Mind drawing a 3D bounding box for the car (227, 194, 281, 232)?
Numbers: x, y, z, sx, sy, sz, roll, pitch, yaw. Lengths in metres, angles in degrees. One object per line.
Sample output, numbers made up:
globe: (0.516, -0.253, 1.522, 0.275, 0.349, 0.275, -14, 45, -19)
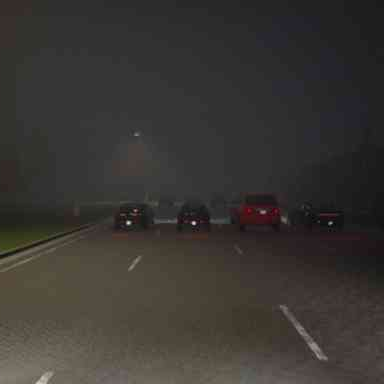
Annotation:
car: (3.599, 1.100, 19.510, 2.150, 2.045, 5.566, 0, 0, 0)

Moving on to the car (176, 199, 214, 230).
car: (0.098, 1.380, 20.069, 1.837, 1.490, 4.892, 0, 0, 0)

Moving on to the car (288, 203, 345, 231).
car: (7.098, 1.371, 19.451, 2.128, 1.511, 4.902, 0, 0, 0)

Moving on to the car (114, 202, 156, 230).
car: (-3.402, 1.379, 20.270, 1.837, 1.490, 4.892, 0, 0, 0)

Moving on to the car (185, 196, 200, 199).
car: (0.025, 1.216, 44.521, 2.128, 1.511, 4.902, 0, 0, 1)

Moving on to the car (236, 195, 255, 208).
car: (7.022, 1.233, 44.242, 1.837, 1.490, 4.892, 0, 1, 0)

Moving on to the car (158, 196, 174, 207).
car: (-3.467, 1.242, 45.651, 1.812, 1.442, 4.674, 0, 0, 1)

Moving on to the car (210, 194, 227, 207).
car: (3.523, 1.076, 44.458, 2.097, 1.767, 4.553, 0, 0, 0)
